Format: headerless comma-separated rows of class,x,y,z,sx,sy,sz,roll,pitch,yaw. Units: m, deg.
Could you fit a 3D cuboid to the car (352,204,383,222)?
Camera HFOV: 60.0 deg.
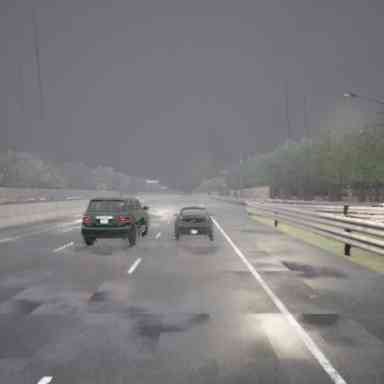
car,15.197,1.675,26.993,1.812,1.442,4.674,0,-1,-22

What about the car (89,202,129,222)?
car,-6.905,1.598,28.182,2.033,1.411,5.357,0,0,0

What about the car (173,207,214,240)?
car,0.097,1.526,17.263,1.837,1.490,4.892,0,0,0

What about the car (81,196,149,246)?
car,-3.391,1.240,15.621,2.150,2.045,5.566,0,0,0
